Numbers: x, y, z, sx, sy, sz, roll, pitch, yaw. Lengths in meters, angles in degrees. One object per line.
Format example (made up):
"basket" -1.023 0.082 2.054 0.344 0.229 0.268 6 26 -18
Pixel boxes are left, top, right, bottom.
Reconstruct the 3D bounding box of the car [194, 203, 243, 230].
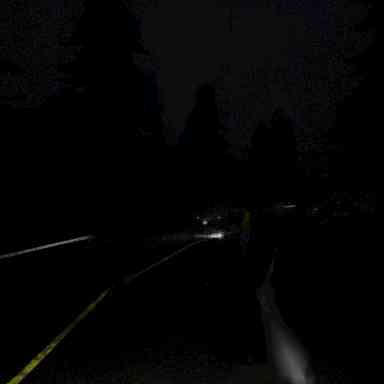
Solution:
"car" 1.829 1.491 21.244 2.128 1.511 4.902 0 0 27

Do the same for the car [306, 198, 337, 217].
"car" 12.055 1.564 31.227 1.994 1.385 4.181 0 0 30

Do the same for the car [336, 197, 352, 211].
"car" 18.935 1.352 42.150 2.097 1.767 4.553 0 0 32

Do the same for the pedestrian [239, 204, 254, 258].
"pedestrian" 1.864 1.294 11.283 0.375 1.860 0.375 0 0 16

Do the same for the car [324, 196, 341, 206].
"car" 24.297 1.504 57.421 1.837 1.490 4.892 0 0 33
